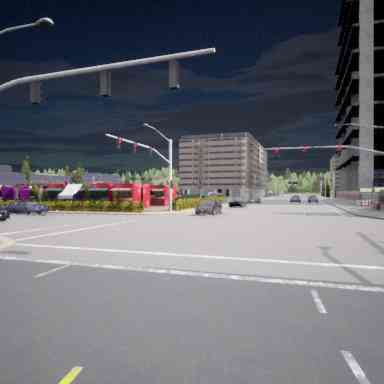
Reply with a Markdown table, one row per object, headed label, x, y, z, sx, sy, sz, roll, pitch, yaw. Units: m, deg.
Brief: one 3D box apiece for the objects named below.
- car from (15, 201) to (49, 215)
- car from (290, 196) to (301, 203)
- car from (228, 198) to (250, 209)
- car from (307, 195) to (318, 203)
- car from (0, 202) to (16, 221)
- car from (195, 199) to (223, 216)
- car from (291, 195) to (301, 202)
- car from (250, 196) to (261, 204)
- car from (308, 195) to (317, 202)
| label | x | y | z | sx | sy | sz | roll | pitch | yaw |
| --- | --- | --- | --- | --- | --- | --- | --- | --- | --- |
| car | -17.287 | 1.603 | 33.947 | 5.357 | 1.411 | 2.033 | 0 | 0 | 19 |
| car | 21.531 | 1.554 | 69.256 | 1.994 | 1.385 | 4.181 | 0 | 0 | 19 |
| car | 6.388 | 1.600 | 46.513 | 1.895 | 1.301 | 4.718 | 0 | 0 | 19 |
| car | 24.740 | 1.541 | 67.821 | 2.033 | 1.411 | 5.357 | 0 | 0 | 19 |
| car | -16.472 | 1.619 | 26.100 | 4.181 | 1.385 | 1.994 | 0 | 0 | 19 |
| car | 1.729 | 1.523 | 32.644 | 1.837 | 1.490 | 4.892 | 0 | 0 | 19 |
| car | 24.609 | 1.539 | 78.480 | 2.033 | 1.411 | 5.357 | 0 | 0 | 19 |
| car | 11.801 | 1.491 | 62.497 | 2.128 | 1.511 | 4.902 | 0 | 0 | 19 |
| car | 28.031 | 1.524 | 77.677 | 1.812 | 1.442 | 4.674 | 0 | 0 | 19 |
